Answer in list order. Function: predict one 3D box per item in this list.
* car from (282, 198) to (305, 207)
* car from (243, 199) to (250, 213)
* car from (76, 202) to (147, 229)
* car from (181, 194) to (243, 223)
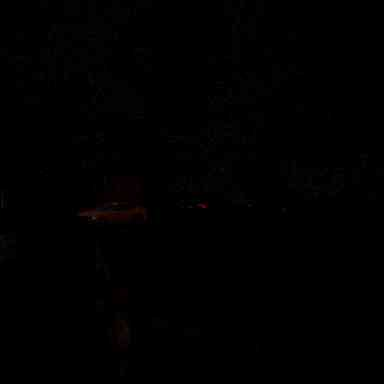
[{"bbox_3d":[15.098,1.525,49.197,2.033,1.411,5.357,0,0,36],"label":"car"},{"bbox_3d":[4.359,1.428,34.558,1.837,1.490,4.892,0,0,36],"label":"car"},{"bbox_3d":[-5.086,1.431,21.549,1.882,1.535,5.008,0,0,36],"label":"car"},{"bbox_3d":[1.467,1.162,25.612,2.150,2.045,5.566,0,0,36],"label":"car"}]
